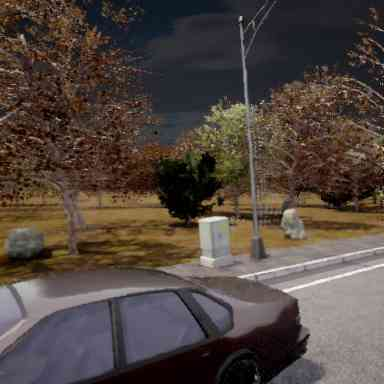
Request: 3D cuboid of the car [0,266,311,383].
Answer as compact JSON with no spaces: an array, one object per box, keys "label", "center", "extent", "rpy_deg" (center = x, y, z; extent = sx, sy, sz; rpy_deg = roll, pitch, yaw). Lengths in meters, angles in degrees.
[{"label":"car","center":[-1.122,1.546,3.193],"extent":[5.357,1.411,2.033],"rpy_deg":[0,0,-36]}]
